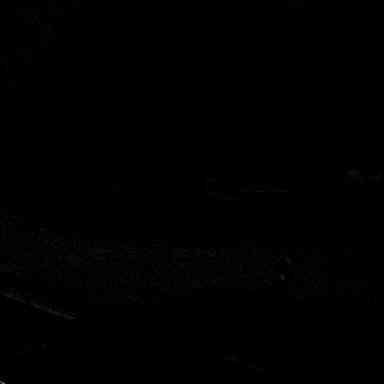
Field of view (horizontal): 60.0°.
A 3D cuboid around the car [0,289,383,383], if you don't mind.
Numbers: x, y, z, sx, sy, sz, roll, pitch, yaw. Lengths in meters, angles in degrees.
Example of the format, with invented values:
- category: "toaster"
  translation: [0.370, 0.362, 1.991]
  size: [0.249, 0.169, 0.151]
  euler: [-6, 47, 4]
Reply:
- category: "car"
  translation: [0.064, 1.558, 2.741]
  size: [4.313, 1.339, 1.947]
  euler: [0, 2, 35]
